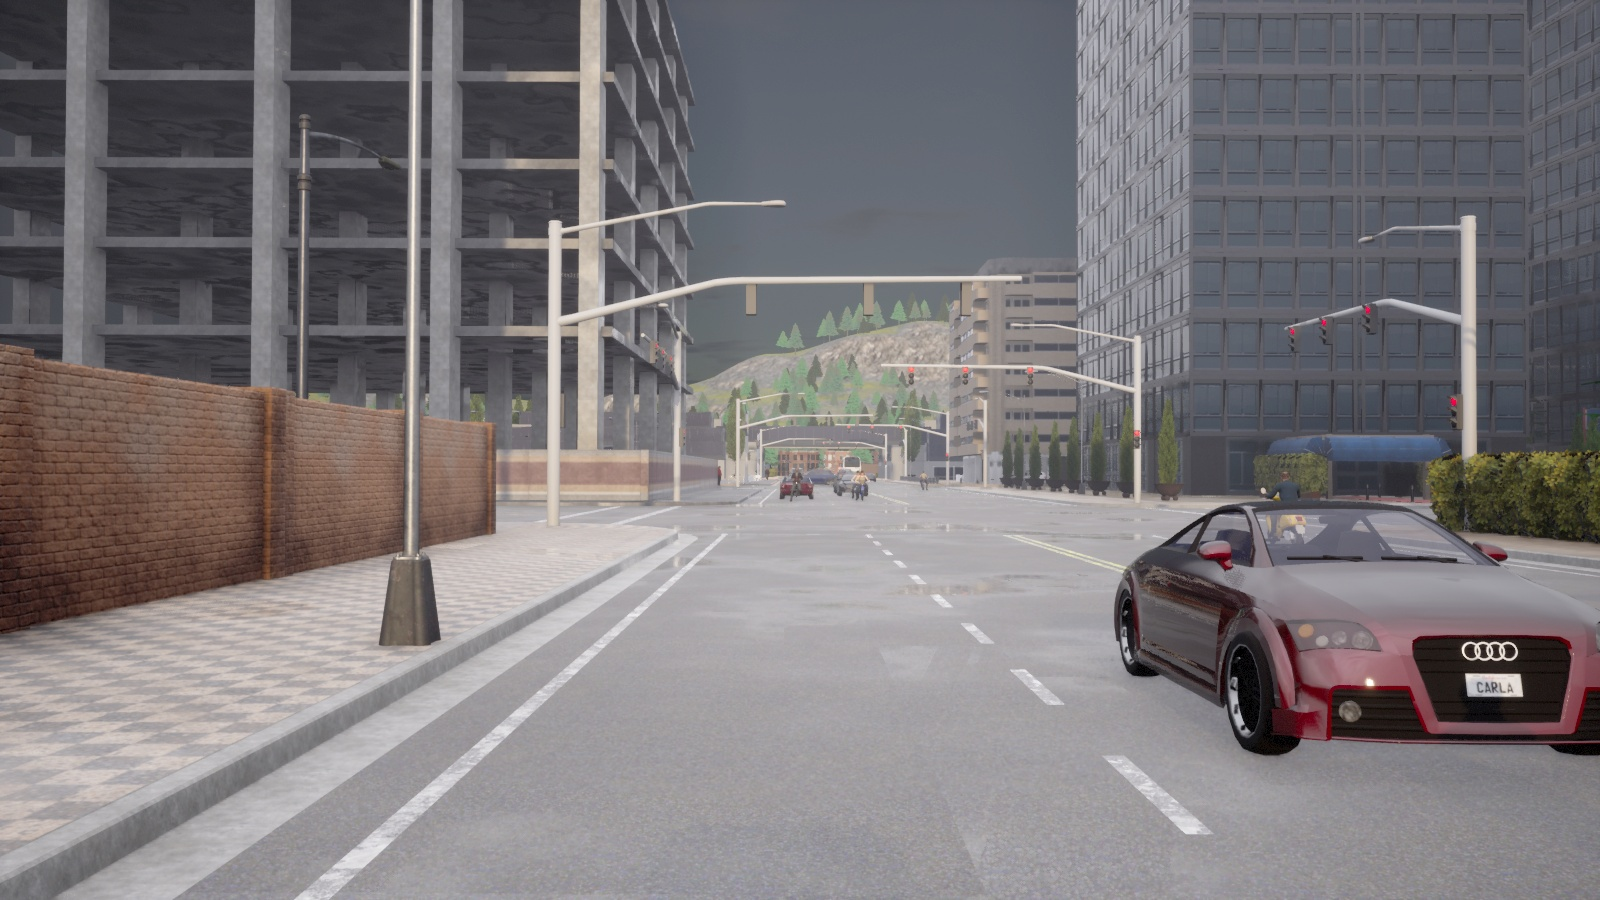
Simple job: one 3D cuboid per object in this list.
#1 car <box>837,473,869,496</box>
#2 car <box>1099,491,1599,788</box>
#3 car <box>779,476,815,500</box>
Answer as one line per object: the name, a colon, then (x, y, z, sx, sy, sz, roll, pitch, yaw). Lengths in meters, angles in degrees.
car: (3.314, 2.150, 79.007, 1.812, 1.442, 4.674, 0, -1, 0)
car: (3.480, 1.004, 8.286, 1.994, 1.385, 4.181, 0, -1, 0)
car: (-0.164, 2.091, 70.149, 1.895, 1.301, 4.718, 0, -1, 0)
